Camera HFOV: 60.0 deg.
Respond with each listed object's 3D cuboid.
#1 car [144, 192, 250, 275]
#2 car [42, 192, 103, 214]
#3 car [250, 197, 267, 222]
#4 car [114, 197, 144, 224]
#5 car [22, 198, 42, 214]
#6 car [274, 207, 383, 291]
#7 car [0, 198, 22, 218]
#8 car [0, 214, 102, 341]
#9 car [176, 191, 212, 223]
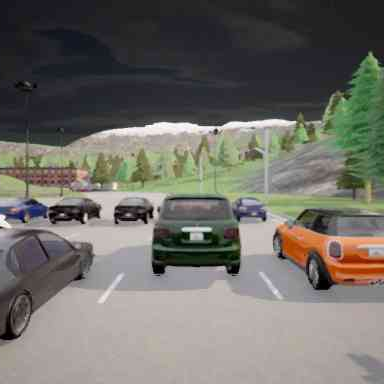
[{"bbox_3d":[0.102,1.000,9.849,2.150,2.045,5.566,0,1,0],"label":"car"},{"bbox_3d":[-6.920,1.027,20.288,1.882,1.535,5.008,0,1,1],"label":"car"},{"bbox_3d":[3.568,1.048,21.541,1.812,1.442,4.674,0,1,-1],"label":"car"},{"bbox_3d":[-3.414,1.028,20.270,1.882,1.535,5.008,0,1,0],"label":"car"},{"bbox_3d":[-10.414,1.071,20.499,1.812,1.442,4.674,0,1,0],"label":"car"},{"bbox_3d":[3.601,1.159,8.612,2.097,1.767,4.553,0,1,0],"label":"car"},{"bbox_3d":[-6.900,1.034,8.404,2.150,2.045,5.566,0,1,0],"label":"car"},{"bbox_3d":[-3.399,1.408,6.178,2.033,1.411,5.357,0,1,0],"label":"car"},{"bbox_3d":[0.063,0.870,21.721,2.097,1.767,4.553,0,1,-1],"label":"car"}]
